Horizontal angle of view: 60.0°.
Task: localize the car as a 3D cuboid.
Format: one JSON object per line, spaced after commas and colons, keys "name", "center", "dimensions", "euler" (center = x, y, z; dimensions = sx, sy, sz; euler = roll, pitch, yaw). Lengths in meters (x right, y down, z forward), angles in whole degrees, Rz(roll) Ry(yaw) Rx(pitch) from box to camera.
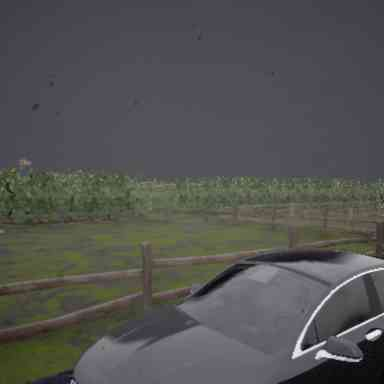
{"name": "car", "center": [1.187, 1.494, 3.737], "dimensions": [4.892, 1.490, 1.837], "euler": [0, 0, -34]}
